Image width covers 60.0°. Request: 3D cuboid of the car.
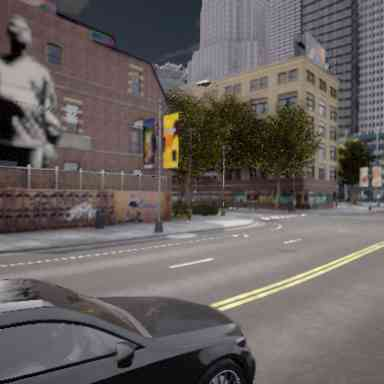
[{"bbox_3d":[-1.494,1.545,2.892,4.674,1.442,1.812,1,-1,-37],"label":"car"}]
